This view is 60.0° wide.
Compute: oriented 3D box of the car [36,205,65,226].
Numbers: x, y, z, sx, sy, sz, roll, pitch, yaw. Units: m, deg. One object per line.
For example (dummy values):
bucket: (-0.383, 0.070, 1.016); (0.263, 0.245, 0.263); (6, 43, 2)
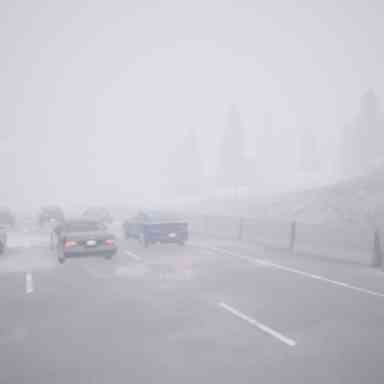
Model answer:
car: (-11.434, 1.838, 26.941); (1.837, 1.490, 4.892); (0, -1, -26)

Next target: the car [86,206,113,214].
car: (-7.862, 1.876, 27.604); (2.033, 1.411, 5.357); (0, -1, -26)

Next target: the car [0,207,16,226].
car: (-14.740, 1.849, 25.733); (1.812, 1.442, 4.674); (0, -1, -26)

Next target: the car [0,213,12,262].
car: (-7.784, 1.670, 11.880); (1.994, 1.385, 4.181); (0, -1, -26)

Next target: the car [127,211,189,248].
car: (-1.885, 1.620, 15.750); (1.882, 1.535, 5.008); (0, 0, -26)

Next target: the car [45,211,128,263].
car: (-4.243, 1.657, 12.612); (2.033, 1.411, 5.357); (0, -1, -26)
